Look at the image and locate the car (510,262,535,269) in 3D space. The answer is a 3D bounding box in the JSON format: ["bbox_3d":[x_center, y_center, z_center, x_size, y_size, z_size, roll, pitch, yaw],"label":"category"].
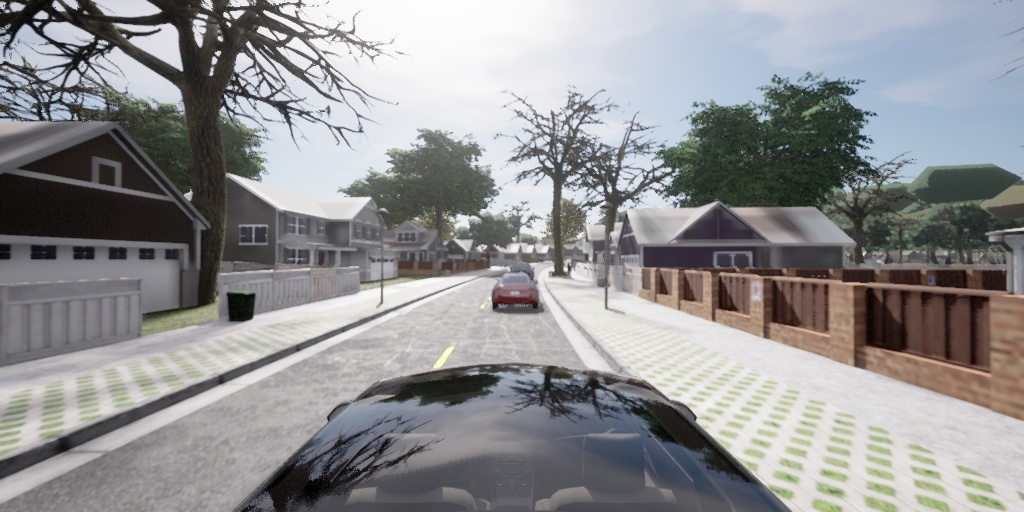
[{"bbox_3d":[0.875,1.357,30.786,2.097,1.767,4.553,0,-1,4],"label":"car"}]

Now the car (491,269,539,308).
[{"bbox_3d":[0.179,1.446,16.105,1.994,1.385,4.181,0,0,2],"label":"car"}]
